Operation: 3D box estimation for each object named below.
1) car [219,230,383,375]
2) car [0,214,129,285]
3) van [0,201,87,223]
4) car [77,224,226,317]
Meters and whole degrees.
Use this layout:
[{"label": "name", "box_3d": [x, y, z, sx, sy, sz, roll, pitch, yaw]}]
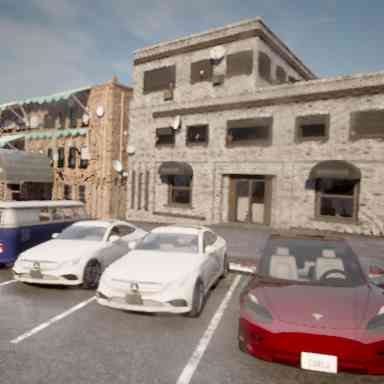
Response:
[{"label": "car", "box_3d": [2.034, 1.502, 5.968, 2.163, 1.488, 4.792, 0, -1, 15]}, {"label": "car", "box_3d": [-2.736, 1.536, 9.393, 2.002, 1.452, 4.674, 0, -1, 15]}, {"label": "van", "box_3d": [-5.105, 1.293, 11.202, 1.878, 1.987, 4.442, -1, -1, 15]}, {"label": "car", "box_3d": [-0.339, 1.520, 7.693, 2.002, 1.452, 4.674, 0, -1, 15]}]
